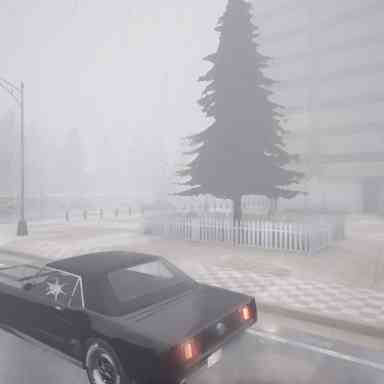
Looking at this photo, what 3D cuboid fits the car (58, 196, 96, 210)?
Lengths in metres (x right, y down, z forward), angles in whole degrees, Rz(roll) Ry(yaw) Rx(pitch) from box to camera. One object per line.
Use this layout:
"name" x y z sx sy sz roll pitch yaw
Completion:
"car" -14.505 1.352 42.068 2.097 1.767 4.553 0 0 36

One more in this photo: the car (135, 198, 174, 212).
"car" -3.934 1.525 38.457 1.812 1.442 4.674 0 0 36

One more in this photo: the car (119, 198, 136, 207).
"car" -8.490 1.547 50.392 2.033 1.411 5.357 0 0 36

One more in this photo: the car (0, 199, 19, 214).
"car" -20.406 1.478 33.896 1.882 1.535 5.008 0 0 36

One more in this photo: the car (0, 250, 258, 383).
"car" -1.538 1.601 5.108 4.718 1.301 1.895 0 0 36
